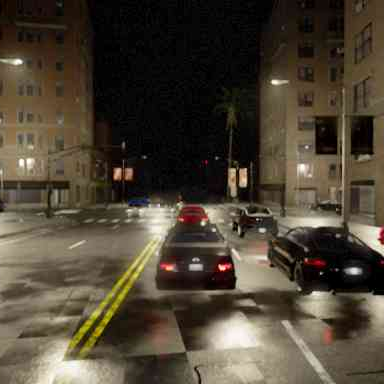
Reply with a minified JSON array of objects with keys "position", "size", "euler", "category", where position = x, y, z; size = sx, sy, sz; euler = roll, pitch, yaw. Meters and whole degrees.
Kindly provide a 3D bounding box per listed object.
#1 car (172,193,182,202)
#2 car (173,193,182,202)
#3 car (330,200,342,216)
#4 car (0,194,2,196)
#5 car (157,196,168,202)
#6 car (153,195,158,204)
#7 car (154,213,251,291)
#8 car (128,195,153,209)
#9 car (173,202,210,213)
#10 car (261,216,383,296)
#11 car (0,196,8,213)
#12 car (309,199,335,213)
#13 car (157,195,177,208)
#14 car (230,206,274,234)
[{"position":[-3.449,1.202,78.007],"size":[2.150,2.045,5.566],"euler":[0,0,0],"category":"car"},{"position":[-3.448,1.469,66.291],"size":[1.882,1.535,5.008],"euler":[0,0,0],"category":"car"},{"position":[16.131,1.763,32.094],"size":[4.313,1.339,1.947],"euler":[0,0,0],"category":"car"},{"position":[-23.983,1.088,37.487],"size":[5.009,1.841,2.192],"euler":[0,0,-9],"category":"car"},{"position":[-6.693,1.535,75.333],"size":[1.994,1.385,4.181],"euler":[0,0,0],"category":"car"},{"position":[-6.719,1.346,60.785],"size":[2.097,1.767,4.553],"euler":[0,0,0],"category":"car"},{"position":[0.069,1.546,9.140],"size":[2.033,1.411,5.357],"euler":[0,0,0],"category":"car"},{"position":[-7.131,1.452,44.957],"size":[1.882,1.535,5.008],"euler":[0,-1,6],"category":"car"},{"position":[0.053,1.524,18.666],"size":[1.812,1.442,4.674],"euler":[0,0,0],"category":"car"},{"position":[3.287,1.563,8.703],"size":[1.994,1.385,4.181],"euler":[0,0,1],"category":"car"},{"position":[-20.447,1.400,32.187],"size":[4.674,1.442,1.812],"euler":[0,1,-8],"category":"car"},{"position":[15.924,1.603,38.033],"size":[4.902,1.511,2.128],"euler":[0,1,2],"category":"car"},{"position":[-3.464,1.501,46.915],"size":[1.837,1.490,4.892],"euler":[0,0,0],"category":"car"},{"position":[3.205,1.503,17.616],"size":[1.837,1.490,4.892],"euler":[0,0,0],"category":"car"}]
